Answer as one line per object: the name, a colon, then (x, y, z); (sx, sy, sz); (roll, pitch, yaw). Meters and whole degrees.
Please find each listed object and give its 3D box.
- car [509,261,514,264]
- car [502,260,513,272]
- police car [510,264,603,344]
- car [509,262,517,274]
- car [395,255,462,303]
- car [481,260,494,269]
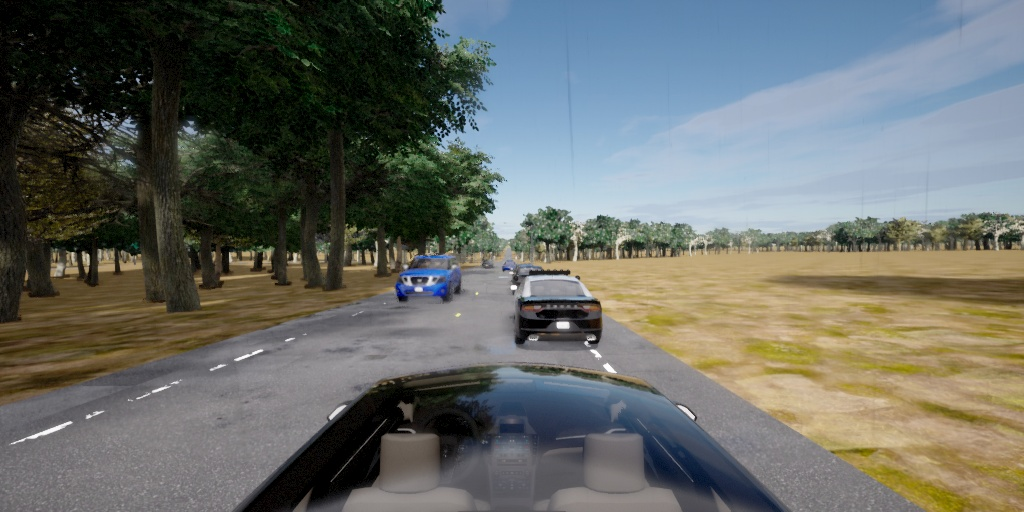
car: (0.893, 1.279, 25.596); (1.812, 1.442, 4.674); (0, 0, 0)
car: (-0.273, 1.346, 47.289); (1.994, 1.385, 4.181); (0, 0, 0)
police car: (0.998, 1.173, 9.701); (1.930, 1.638, 5.238); (0, 0, 0)
car: (0.932, 1.255, 19.593); (1.837, 1.490, 4.892); (0, 0, 0)
car: (-3.699, 0.970, 16.941); (2.150, 2.045, 5.566); (0, 0, 0)
car: (-3.961, 1.327, 58.663); (1.837, 1.490, 4.892); (0, -1, 0)
